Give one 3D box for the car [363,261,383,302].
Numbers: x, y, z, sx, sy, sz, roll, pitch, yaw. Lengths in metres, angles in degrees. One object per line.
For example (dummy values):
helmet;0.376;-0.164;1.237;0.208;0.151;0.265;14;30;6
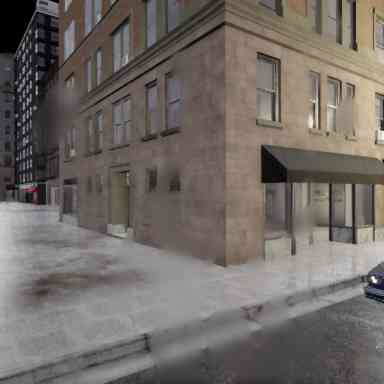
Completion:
car;5.870;1.547;7.152;5.357;1.411;2.033;0;0;-36
